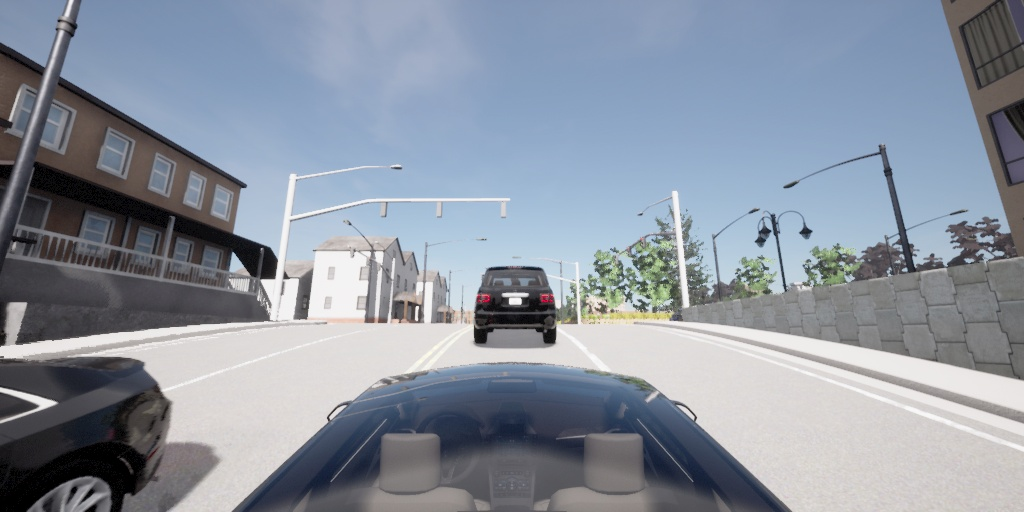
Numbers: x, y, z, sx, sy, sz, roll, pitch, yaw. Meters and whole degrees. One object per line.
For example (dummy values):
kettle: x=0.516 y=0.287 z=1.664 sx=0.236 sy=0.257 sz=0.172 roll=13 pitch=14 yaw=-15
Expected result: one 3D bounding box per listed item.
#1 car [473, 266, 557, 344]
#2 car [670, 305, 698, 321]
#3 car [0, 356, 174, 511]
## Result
car: x=0.089 y=1.498 z=11.199 sx=2.150 sy=2.045 sz=5.566 roll=0 pitch=-7 yaw=0
car: x=16.940 y=5.312 z=31.715 sx=5.566 sy=2.045 sz=2.150 roll=0 pitch=-12 yaw=1
car: x=-3.588 y=1.247 z=0.754 sx=1.837 sy=1.490 sz=4.892 roll=0 pitch=0 yaw=0
